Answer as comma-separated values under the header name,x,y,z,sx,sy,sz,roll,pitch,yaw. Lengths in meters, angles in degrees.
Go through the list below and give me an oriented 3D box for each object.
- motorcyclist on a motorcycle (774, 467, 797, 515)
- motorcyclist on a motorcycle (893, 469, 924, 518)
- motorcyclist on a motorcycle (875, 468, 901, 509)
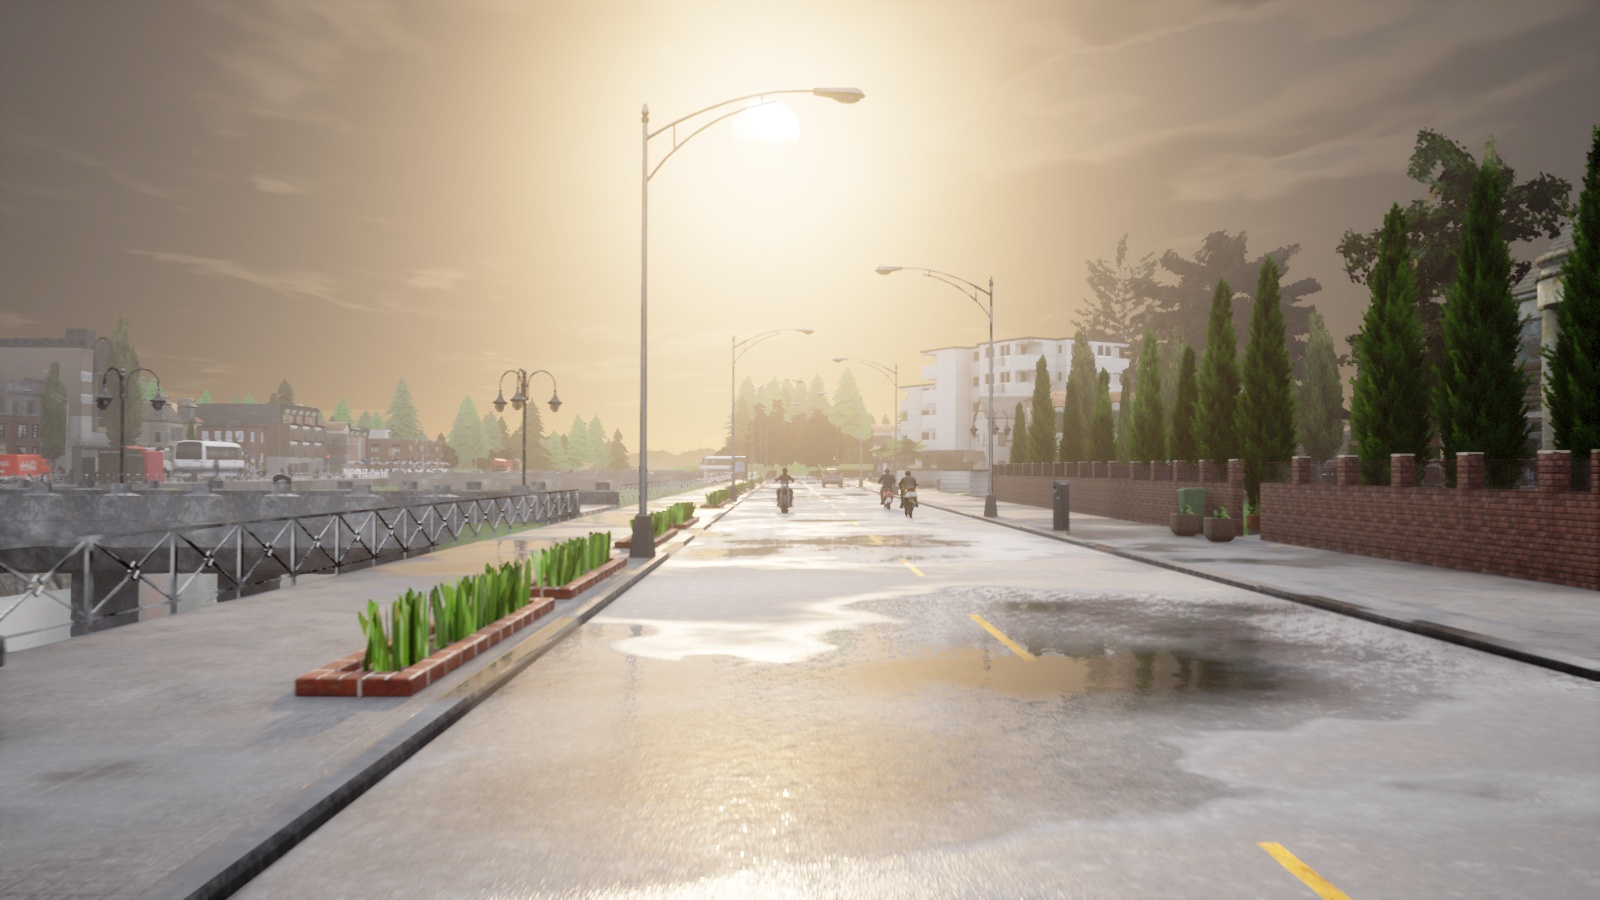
name,x,y,z,sx,sy,sz,roll,pitch,yaw
motorcyclist on a motorcycle,-0.511,1.429,44.165,0.766,1.649,2.350,0,-1,-1
motorcyclist on a motorcycle,3.528,1.395,40.854,0.797,1.523,2.044,0,-1,-1
motorcyclist on a motorcycle,3.430,1.493,49.233,0.866,1.590,1.817,0,-1,-1
